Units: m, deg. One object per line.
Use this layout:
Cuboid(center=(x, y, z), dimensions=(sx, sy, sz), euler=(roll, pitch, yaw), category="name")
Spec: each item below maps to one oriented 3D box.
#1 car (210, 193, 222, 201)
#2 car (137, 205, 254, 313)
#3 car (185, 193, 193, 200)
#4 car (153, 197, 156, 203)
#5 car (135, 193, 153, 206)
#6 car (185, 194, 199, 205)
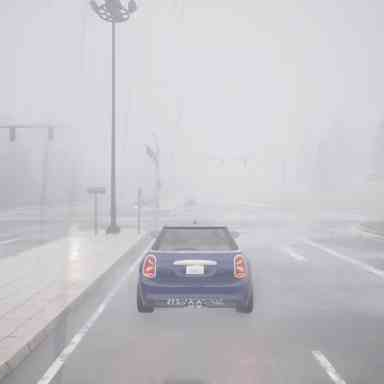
Cuboid(center=(6.333, 1.215, 84.933), dimensions=(2.150, 2.045, 5.566), euler=(0, 0, -1), category="car")
Cuboid(center=(0.069, 1.352, 7.821), dimensions=(2.097, 1.767, 4.553), euler=(0, 0, 0), category="car")
Cuboid(center=(-0.839, 1.189, 95.500), dimensions=(2.150, 2.045, 5.566), euler=(0, 0, -1), category="car")
Cuboid(center=(-8.386, 1.547, 65.611), dimensions=(2.033, 1.411, 5.357), euler=(0, 0, 0), category="car")
Cuboid(center=(-8.285, 1.352, 55.997), dimensions=(2.097, 1.767, 4.553), euler=(0, 0, -1), category="car")
Cuboid(center=(-0.176, 1.526, 54.640), dimensions=(1.812, 1.442, 4.674), euler=(0, 0, -1), category="car")
